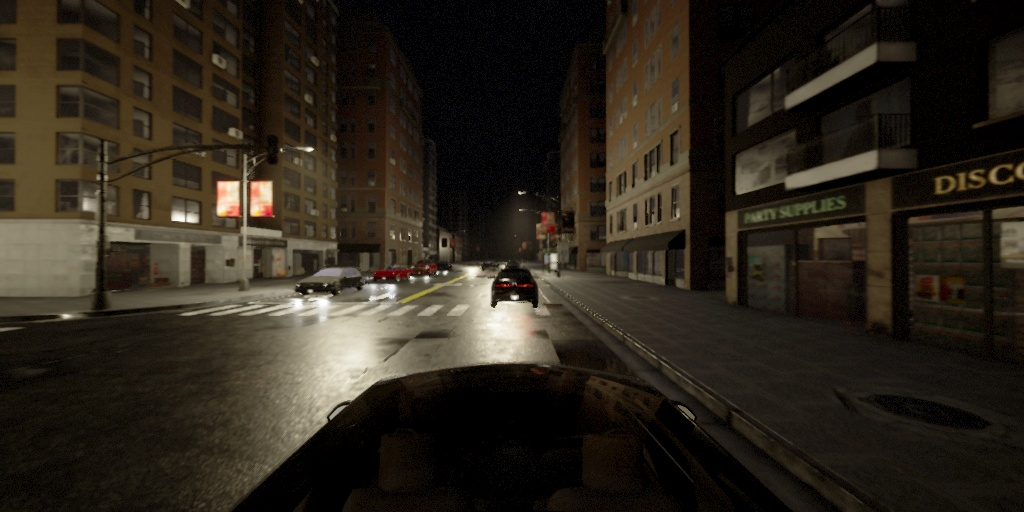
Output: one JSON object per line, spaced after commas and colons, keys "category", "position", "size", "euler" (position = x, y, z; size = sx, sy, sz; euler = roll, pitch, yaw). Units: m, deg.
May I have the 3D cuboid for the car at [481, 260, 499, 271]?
{"category": "car", "position": [-3.247, 1.357, 50.706], "size": [2.128, 1.511, 4.902], "euler": [0, 0, 0]}

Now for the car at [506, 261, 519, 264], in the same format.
{"category": "car", "position": [0.108, 1.363, 39.821], "size": [1.812, 1.442, 4.674], "euler": [0, 0, 0]}

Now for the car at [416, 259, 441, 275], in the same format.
{"category": "car", "position": [-9.748, 1.190, 39.967], "size": [2.097, 1.767, 4.553], "euler": [0, 0, 0]}

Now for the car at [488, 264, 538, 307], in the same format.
{"category": "car", "position": [0.102, 1.284, 15.624], "size": [1.837, 1.490, 4.892], "euler": [0, 0, 0]}

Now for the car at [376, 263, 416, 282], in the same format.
{"category": "car", "position": [-9.826, 1.414, 29.770], "size": [1.895, 1.301, 4.718], "euler": [0, 0, 0]}

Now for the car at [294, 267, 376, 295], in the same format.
{"category": "car", "position": [-9.847, 1.338, 20.171], "size": [2.033, 1.411, 5.357], "euler": [0, 0, 0]}

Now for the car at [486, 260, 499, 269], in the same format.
{"category": "car", "position": [-3.248, 1.457, 61.130], "size": [1.994, 1.385, 4.181], "euler": [0, 0, 0]}

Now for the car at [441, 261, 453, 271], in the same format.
{"category": "car", "position": [-9.773, 1.432, 51.667], "size": [1.994, 1.385, 4.181], "euler": [0, 0, 1]}
